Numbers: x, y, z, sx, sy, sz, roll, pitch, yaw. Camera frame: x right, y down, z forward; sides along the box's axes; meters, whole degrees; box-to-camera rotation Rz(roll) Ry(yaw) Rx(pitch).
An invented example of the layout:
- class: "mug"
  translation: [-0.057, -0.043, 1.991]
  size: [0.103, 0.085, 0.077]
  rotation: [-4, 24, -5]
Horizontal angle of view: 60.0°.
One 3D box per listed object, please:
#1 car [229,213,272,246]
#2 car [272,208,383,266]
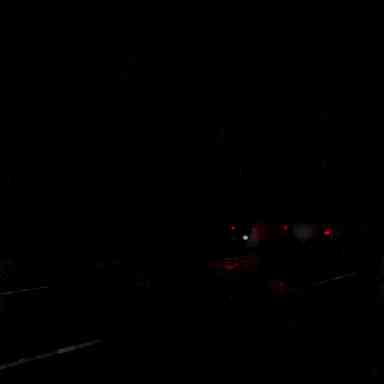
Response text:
- class: "car"
  translation: [4.028, 1.601, 15.157]
  size: [4.718, 1.301, 1.895]
  rotation: [0, 0, -35]
- class: "car"
  translation: [5.259, 1.351, 11.741]
  size: [4.553, 1.767, 2.097]
  rotation: [0, 0, -35]
